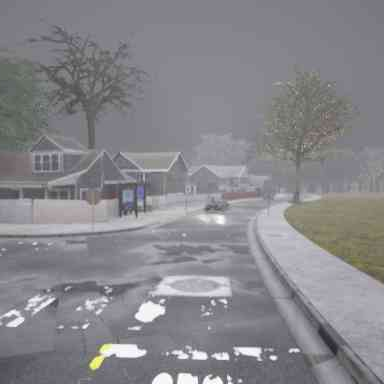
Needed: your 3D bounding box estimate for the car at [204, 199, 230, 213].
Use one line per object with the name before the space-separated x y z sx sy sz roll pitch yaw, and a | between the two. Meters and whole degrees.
car | 2.629 1.411 34.644 1.895 1.301 4.718 1 1 17
